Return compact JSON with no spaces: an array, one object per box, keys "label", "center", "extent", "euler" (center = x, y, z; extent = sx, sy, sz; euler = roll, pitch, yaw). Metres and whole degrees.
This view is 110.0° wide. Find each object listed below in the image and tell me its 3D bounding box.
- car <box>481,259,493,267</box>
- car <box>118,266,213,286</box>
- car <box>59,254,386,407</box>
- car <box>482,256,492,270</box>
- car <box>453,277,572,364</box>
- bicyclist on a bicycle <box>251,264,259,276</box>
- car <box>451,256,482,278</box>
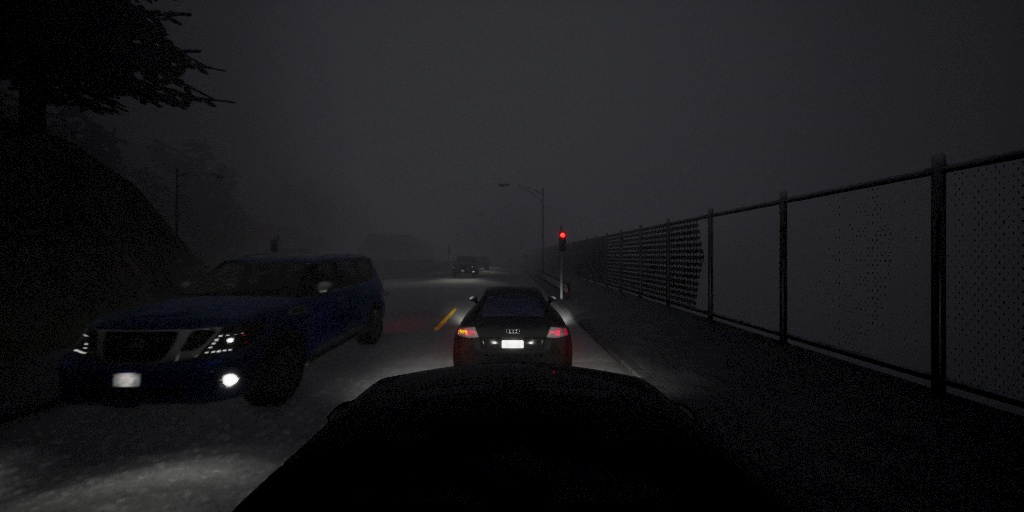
[{"label":"car","center":[-4.580,1.275,65.328],"extent":[1.812,1.442,4.674],"euler":[0,0,0]},{"label":"car","center":[-23.946,1.351,24.893],"extent":[4.718,1.301,1.895],"euler":[0,0,0]},{"label":"car","center":[-4.138,0.971,6.592],"extent":[2.150,2.045,5.566],"euler":[0,0,0]},{"label":"car","center":[-4.511,0.972,51.599],"extent":[2.150,2.045,5.566],"euler":[0,0,-1]},{"label":"car","center":[0.017,1.314,7.477],"extent":[1.994,1.385,4.181],"euler":[0,0,0]},{"label":"bicyclist on a bicycle","center":[-24.055,1.099,33.289],"extent":[0.582,1.620,1.656],"euler":[0,0,0]},{"label":"car","center":[-4.370,0.972,34.346],"extent":[2.150,2.045,5.566],"euler":[0,0,0]}]
